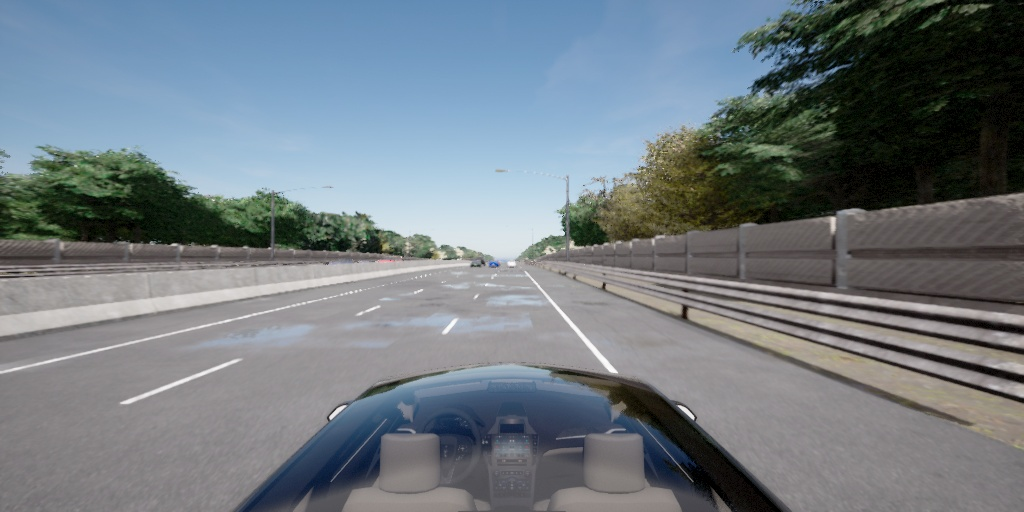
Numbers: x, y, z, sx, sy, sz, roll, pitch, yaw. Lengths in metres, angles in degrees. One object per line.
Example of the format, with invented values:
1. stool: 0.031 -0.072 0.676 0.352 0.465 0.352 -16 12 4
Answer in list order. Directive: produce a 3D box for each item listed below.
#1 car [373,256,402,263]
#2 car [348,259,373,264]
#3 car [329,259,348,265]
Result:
1. car: -17.561 1.037 51.779 2.150 2.045 5.566 0 0 1
2. car: -21.052 1.362 51.679 2.033 1.411 5.357 0 0 1
3. car: -24.557 1.166 51.763 2.097 1.767 4.553 0 0 0
